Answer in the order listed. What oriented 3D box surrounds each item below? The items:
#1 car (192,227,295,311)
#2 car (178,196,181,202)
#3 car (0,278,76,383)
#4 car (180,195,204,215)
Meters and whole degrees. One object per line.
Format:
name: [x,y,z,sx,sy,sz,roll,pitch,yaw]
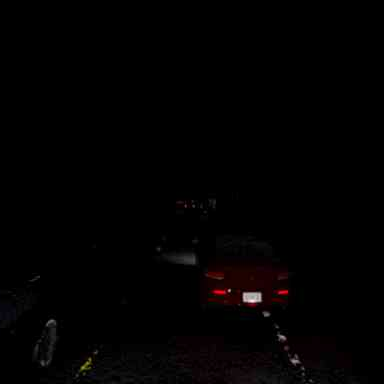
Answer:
car: [0.984,1.547,7.693,1.812,1.442,4.674,0,0,0]
car: [-2.501,1.737,82.282,2.033,1.411,5.357,0,0,0]
car: [-2.743,1.609,2.937,1.895,1.301,4.718,0,0,0]
car: [0.177,1.441,34.878,2.097,1.767,4.553,0,0,0]
